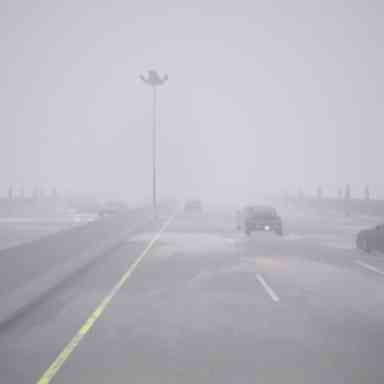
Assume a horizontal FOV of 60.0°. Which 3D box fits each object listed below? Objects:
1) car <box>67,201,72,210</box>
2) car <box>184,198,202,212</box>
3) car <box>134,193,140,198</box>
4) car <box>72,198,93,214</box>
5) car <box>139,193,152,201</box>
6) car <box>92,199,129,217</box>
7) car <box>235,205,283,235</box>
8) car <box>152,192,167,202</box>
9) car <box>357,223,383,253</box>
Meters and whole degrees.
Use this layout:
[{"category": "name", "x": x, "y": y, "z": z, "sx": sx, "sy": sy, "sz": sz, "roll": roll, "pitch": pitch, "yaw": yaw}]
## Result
[{"category": "car", "x": -14.082, "y": 1.449, "z": 42.498, "sx": 2.033, "sy": 1.411, "sz": 5.357, "roll": 0, "pitch": 0, "yaw": 0}, {"category": "car", "x": 0.107, "y": 1.405, "z": 37.291, "sx": 2.128, "sy": 1.511, "sz": 4.902, "roll": 0, "pitch": 0, "yaw": 0}, {"category": "car", "x": -13.293, "y": 0.901, "z": 83.135, "sx": 1.882, "sy": 1.535, "sz": 5.008, "roll": 0, "pitch": 0, "yaw": 2}, {"category": "car", "x": -10.586, "y": 1.445, "z": 34.742, "sx": 1.812, "sy": 1.442, "sz": 4.674, "roll": 0, "pitch": 0, "yaw": 0}, {"category": "car", "x": -10.019, "y": 1.229, "z": 75.300, "sx": 1.837, "sy": 1.490, "sz": 4.892, "roll": 0, "pitch": 0, "yaw": 2}, {"category": "car", "x": -7.093, "y": 1.477, "z": 30.402, "sx": 2.033, "sy": 1.411, "sz": 5.357, "roll": 0, "pitch": 0, "yaw": 0}, {"category": "car", "x": 3.604, "y": 1.462, "z": 18.353, "sx": 1.837, "sy": 1.490, "sz": 4.892, "roll": 0, "pitch": 0, "yaw": 0}, {"category": "car", "x": -6.616, "y": 1.039, "z": 71.913, "sx": 2.150, "sy": 2.045, "sz": 5.566, "roll": 0, "pitch": 0, "yaw": 2}, {"category": "car", "x": 7.102, "y": 1.501, "z": 10.582, "sx": 1.812, "sy": 1.442, "sz": 4.674, "roll": 0, "pitch": 0, "yaw": 0}]
